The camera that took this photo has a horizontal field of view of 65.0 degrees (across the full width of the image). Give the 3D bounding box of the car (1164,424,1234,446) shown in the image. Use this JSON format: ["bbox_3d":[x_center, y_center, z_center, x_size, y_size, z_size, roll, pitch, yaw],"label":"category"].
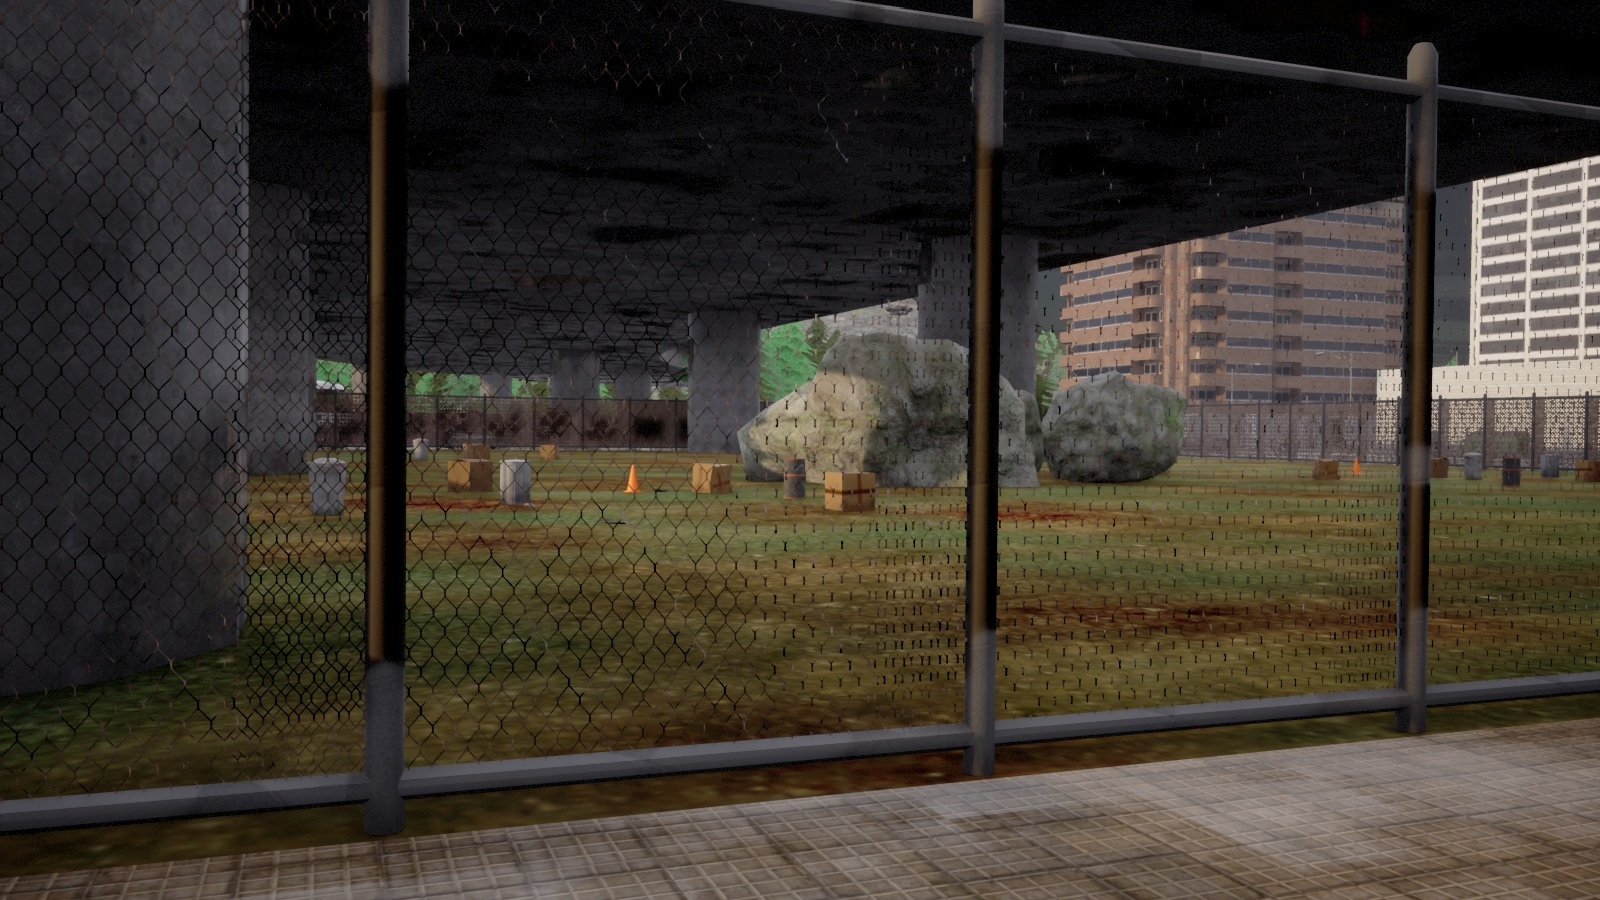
[{"bbox_3d":[28.401,-1.043,89.474,2.128,1.511,4.902,-1,0,-22],"label":"car"}]

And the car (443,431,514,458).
[{"bbox_3d":[-20.014,-0.361,78.251,3.988,1.617,1.851,-1,1,-26],"label":"car"}]

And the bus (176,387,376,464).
[{"bbox_3d":[-31.125,-1.463,75.043,3.944,4.253,10.273,0,1,42],"label":"bus"}]
